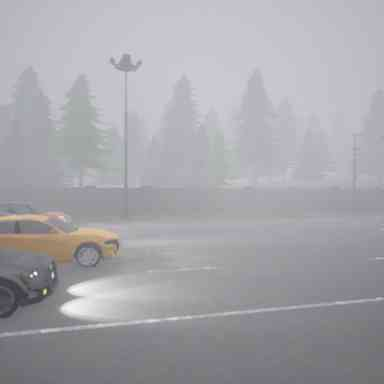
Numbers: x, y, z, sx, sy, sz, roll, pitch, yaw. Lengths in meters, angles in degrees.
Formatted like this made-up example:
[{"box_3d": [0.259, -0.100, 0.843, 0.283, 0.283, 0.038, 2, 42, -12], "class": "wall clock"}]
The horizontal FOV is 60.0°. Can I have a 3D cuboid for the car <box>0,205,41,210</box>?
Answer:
[{"box_3d": [-7.203, 1.433, 13.016, 4.902, 1.511, 2.128, 0, 0, -14], "class": "car"}]

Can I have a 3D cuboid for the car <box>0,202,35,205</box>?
[{"box_3d": [-8.273, 1.280, 16.354, 4.553, 1.767, 2.097, 0, 0, -14], "class": "car"}]

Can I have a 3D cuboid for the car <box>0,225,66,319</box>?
[{"box_3d": [-4.821, 1.532, 6.399, 4.181, 1.385, 1.994, 0, 0, -14], "class": "car"}]

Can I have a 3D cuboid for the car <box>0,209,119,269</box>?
[{"box_3d": [-4.759, 1.433, 10.025, 5.008, 1.535, 1.882, 0, 0, -14], "class": "car"}]

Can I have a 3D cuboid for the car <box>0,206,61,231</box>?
[{"box_3d": [-10.313, 1.514, 19.449, 4.718, 1.301, 1.895, 0, 0, -14], "class": "car"}]
